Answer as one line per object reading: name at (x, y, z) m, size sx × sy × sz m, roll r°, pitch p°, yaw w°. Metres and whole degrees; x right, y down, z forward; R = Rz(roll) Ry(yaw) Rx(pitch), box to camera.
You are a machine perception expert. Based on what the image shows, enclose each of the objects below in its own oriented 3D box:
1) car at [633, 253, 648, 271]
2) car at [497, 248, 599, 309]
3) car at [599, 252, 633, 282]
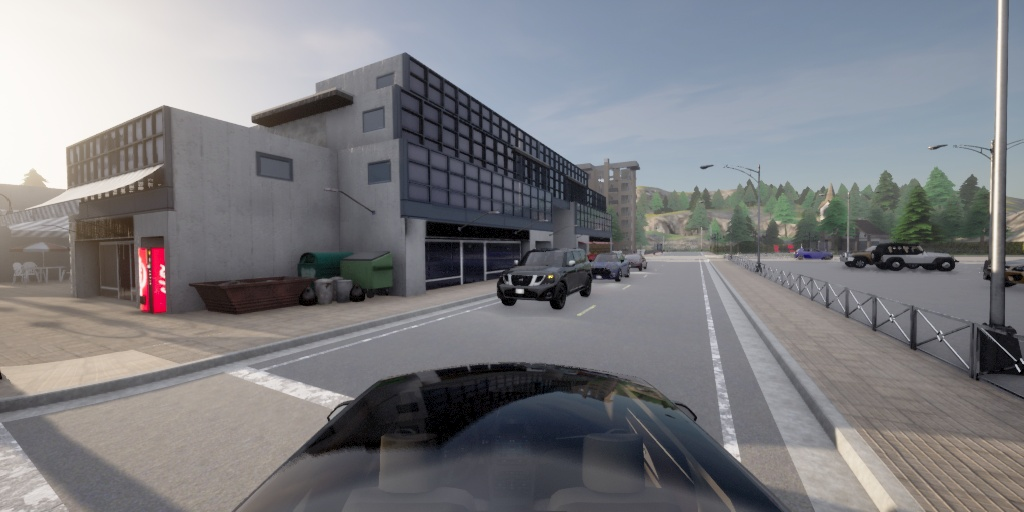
car at (10.755, 0.494, 31.724) m, size 1.812 × 1.442 × 4.674 m, roll 0°, pitch 1°, yaw 28°
car at (1.515, 0.705, 13.909) m, size 2.150 × 2.045 × 5.566 m, roll 0°, pitch 1°, yaw 27°
car at (6.041, 0.583, 22.642) m, size 2.097 × 1.767 × 4.553 m, roll 0°, pitch 1°, yaw 27°
